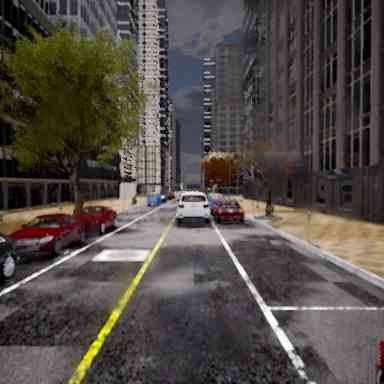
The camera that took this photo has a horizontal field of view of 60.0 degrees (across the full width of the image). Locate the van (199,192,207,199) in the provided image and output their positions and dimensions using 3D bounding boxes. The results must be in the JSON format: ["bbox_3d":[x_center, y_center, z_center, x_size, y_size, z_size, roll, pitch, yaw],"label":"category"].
[{"bbox_3d":[2.572,0.803,80.418,1.690,1.788,3.998,-1,0,0],"label":"van"}]

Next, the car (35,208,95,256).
[{"bbox_3d":[-5.322,1.497,12.606,1.802,1.307,4.206,-1,0,0],"label":"car"}]

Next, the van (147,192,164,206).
[{"bbox_3d":[-5.317,1.030,46.496,1.690,1.788,3.998,-1,0,0],"label":"van"}]

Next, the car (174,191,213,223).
[{"bbox_3d":[0.107,1.062,23.786,2.150,2.045,5.566,0,0,0],"label":"car"}]

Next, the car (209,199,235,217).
[{"bbox_3d":[2.562,1.346,29.581,1.887,1.381,4.507,-1,0,0],"label":"car"}]

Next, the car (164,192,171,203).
[{"bbox_3d":[-5.311,1.180,57.795,1.947,1.339,4.313,-1,0,0],"label":"car"}]

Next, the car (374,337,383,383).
[{"bbox_3d":[2.554,1.535,1.338,1.887,1.381,4.507,-1,0,0],"label":"car"}]

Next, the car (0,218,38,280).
[{"bbox_3d":[-5.324,1.503,6.957,2.008,1.369,4.403,-1,0,0],"label":"car"}]

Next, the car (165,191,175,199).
[{"bbox_3d":[-5.308,0.777,80.387,2.192,1.841,5.009,-1,0,0],"label":"car"}]

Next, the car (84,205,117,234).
[{"bbox_3d":[-5.321,1.422,18.254,1.887,1.381,4.507,-1,0,0],"label":"car"}]

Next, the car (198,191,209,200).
[{"bbox_3d":[2.570,0.815,74.769,2.192,1.841,5.009,-1,0,0],"label":"car"}]

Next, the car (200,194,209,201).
[{"bbox_3d":[2.572,1.062,69.292,1.752,1.417,4.829,-1,0,0],"label":"car"}]

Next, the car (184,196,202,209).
[{"bbox_3d":[0.111,1.268,41.665,2.033,1.411,5.357,0,0,0],"label":"car"}]

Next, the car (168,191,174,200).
[{"bbox_3d":[-5.311,0.853,69.090,2.192,1.841,5.009,-1,0,0],"label":"car"}]

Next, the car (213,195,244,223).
[{"bbox_3d":[2.559,1.279,23.932,1.967,1.590,4.097,-1,0,0],"label":"car"}]

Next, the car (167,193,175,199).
[{"bbox_3d":[-5.304,0.951,85.867,1.752,1.417,4.829,-1,0,0],"label":"car"}]

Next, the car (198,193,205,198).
[{"bbox_3d":[2.578,0.952,91.717,1.947,1.339,4.313,-1,0,0],"label":"car"}]

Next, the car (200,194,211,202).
[{"bbox_3d":[2.571,1.126,63.473,2.008,1.369,4.403,-1,0,0],"label":"car"}]
